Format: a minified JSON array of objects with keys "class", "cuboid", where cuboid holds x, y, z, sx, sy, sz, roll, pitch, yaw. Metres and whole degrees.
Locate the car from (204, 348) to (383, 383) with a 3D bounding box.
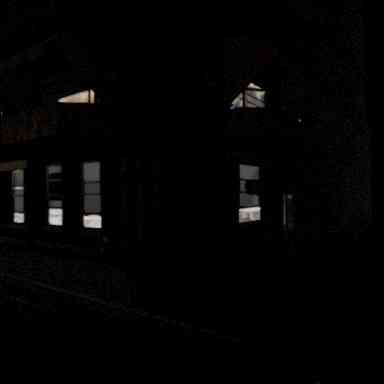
[{"class":"car","cuboid":[1.819,1.563,1.589,4.313,1.339,1.947,0,-1,36]}]
